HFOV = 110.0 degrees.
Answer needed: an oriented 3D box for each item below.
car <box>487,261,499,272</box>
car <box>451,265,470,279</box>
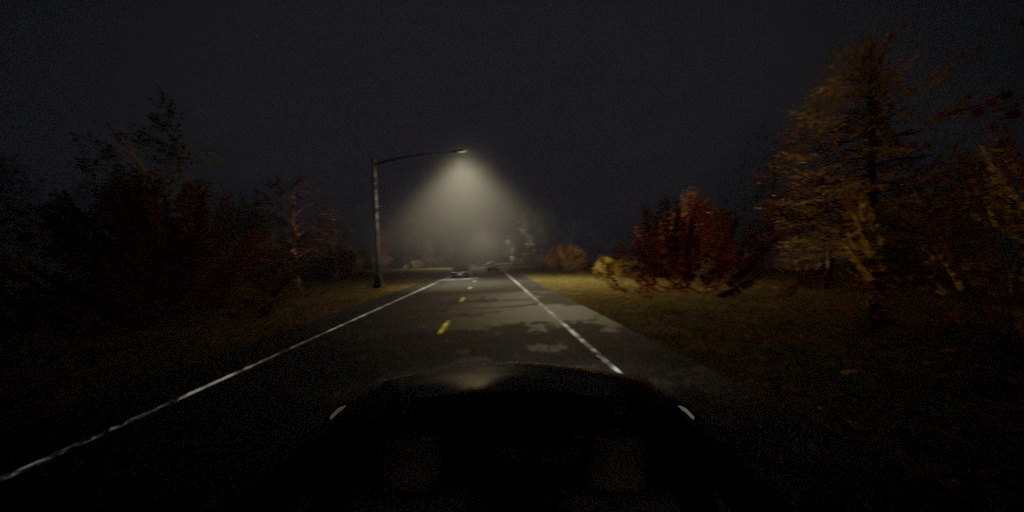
[{"bbox_3d":[-2.894,1.736,54.232,1.895,1.301,4.718,-2,0,-4],"label":"car"},{"bbox_3d":[-5.723,1.707,40.496,1.812,1.442,4.674,-2,-1,-3],"label":"car"}]
